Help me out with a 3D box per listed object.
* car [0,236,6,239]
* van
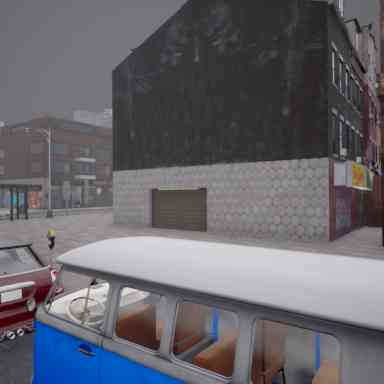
[{"bbox_3d":[-4.043,1.442,5.659,4.097,1.590,1.967,0,0,35],"label":"car"},{"bbox_3d":[0.402,1.341,2.527,3.998,1.788,1.690,0,0,35],"label":"van"}]
